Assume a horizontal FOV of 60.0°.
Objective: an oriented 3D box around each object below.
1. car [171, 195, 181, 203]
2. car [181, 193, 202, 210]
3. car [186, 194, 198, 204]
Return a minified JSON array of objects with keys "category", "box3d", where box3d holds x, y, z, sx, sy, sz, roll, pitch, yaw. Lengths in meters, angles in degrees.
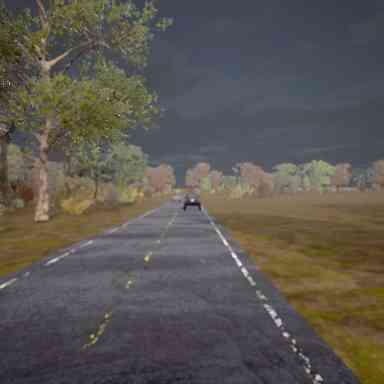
[{"category":"car","box3d":[-3.108,1.397,67.285,1.882,1.535,5.008,0,0,0]},{"category":"car","box3d":[0.035,1.179,42.282,2.150,2.045,5.566,0,0,0]},{"category":"car","box3d":[-0.009,1.275,63.744,2.097,1.767,4.553,0,0,0]}]
